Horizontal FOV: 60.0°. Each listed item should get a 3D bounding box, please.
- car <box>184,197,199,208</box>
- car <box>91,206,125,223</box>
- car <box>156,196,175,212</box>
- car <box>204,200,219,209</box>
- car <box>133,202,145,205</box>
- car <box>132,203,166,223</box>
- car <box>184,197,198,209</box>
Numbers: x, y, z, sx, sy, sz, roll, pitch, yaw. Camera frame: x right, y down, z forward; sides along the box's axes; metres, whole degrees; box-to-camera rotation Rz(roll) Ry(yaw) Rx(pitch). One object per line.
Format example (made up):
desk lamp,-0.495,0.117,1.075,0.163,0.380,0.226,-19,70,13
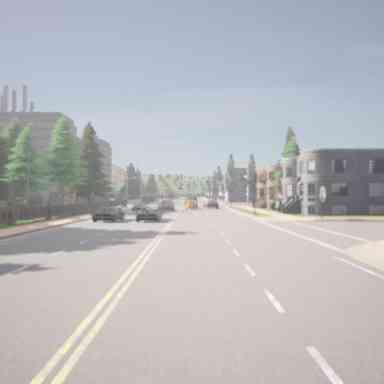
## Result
car,-0.126,1.933,65.040,2.150,2.045,5.566,0,-1,-7
car,-7.107,1.914,28.545,1.895,1.301,4.718,0,-1,0
car,-3.589,1.875,47.942,2.097,1.767,4.553,0,-1,0
car,3.481,2.115,55.975,1.837,1.490,4.892,0,-1,0
car,-7.095,2.070,46.166,1.994,1.385,4.181,0,-1,0
car,-3.607,1.914,28.563,1.895,1.301,4.718,0,-1,0
car,-0.019,2.083,55.445,1.882,1.535,5.008,0,-1,0
